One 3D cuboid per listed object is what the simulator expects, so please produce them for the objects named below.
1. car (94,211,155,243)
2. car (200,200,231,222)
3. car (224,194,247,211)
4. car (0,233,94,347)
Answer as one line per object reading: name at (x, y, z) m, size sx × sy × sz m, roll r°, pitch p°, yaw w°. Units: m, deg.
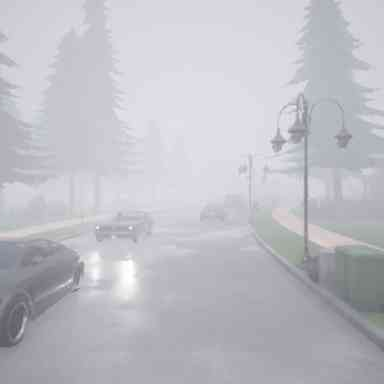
car at (-3.150, 1.605, 16.276) m, size 1.895 × 1.301 × 4.718 m, roll 0°, pitch 0°, yaw 4°
car at (1.819, 1.569, 26.909) m, size 1.994 × 1.385 × 4.181 m, roll 0°, pitch 0°, yaw 10°
car at (5.476, 1.232, 41.973) m, size 2.150 × 2.045 × 5.566 m, roll 0°, pitch 0°, yaw 18°
car at (-3.513, 1.566, 6.156) m, size 1.994 × 1.385 × 4.181 m, roll 0°, pitch 0°, yaw 1°
